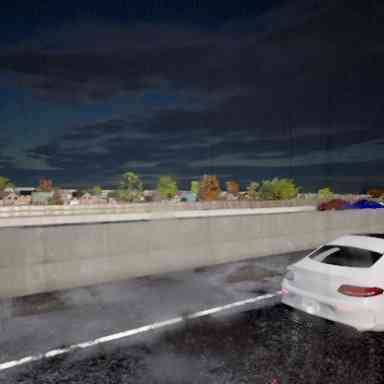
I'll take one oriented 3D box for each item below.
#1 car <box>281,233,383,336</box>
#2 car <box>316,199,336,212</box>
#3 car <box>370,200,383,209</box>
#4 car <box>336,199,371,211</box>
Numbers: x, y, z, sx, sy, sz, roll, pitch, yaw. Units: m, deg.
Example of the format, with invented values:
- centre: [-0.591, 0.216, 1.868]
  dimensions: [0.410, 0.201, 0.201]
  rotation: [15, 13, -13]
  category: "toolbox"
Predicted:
- centre: [3.663, 1.523, 6.332]
  dimensions: [4.674, 1.442, 1.812]
  rotation: [0, 0, -35]
  category: "car"
- centre: [15.528, 1.489, 36.091]
  dimensions: [5.008, 1.535, 1.882]
  rotation: [1, 0, -34]
  category: "car"
- centre: [18.147, 1.537, 29.413]
  dimensions: [4.674, 1.442, 1.812]
  rotation: [0, 0, -34]
  category: "car"
- centre: [16.730, 1.489, 32.679]
  dimensions: [5.008, 1.535, 1.882]
  rotation: [0, 0, -34]
  category: "car"
